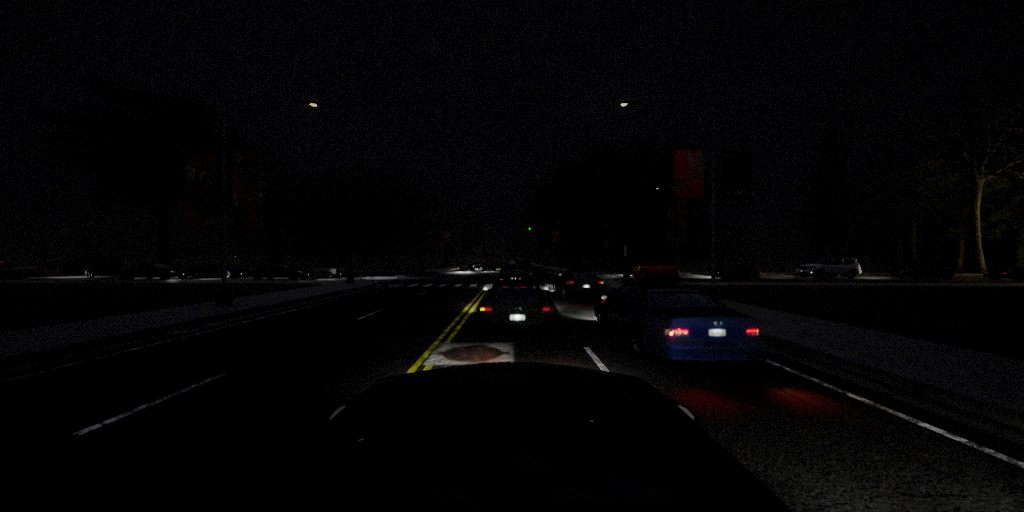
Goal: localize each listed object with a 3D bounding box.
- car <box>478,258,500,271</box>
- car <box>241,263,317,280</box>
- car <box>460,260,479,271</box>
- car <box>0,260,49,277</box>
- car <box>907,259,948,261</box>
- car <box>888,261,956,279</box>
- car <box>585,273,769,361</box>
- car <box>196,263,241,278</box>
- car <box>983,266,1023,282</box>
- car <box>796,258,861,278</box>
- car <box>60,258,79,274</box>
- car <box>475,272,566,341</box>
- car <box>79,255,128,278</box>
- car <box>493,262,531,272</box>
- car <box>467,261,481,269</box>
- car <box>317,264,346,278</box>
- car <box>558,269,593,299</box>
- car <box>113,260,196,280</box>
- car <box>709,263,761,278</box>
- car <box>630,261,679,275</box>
[{"bbox_3d":[-3.325,1.465,53.071,2.033,1.411,5.357,0,0,0],"label":"car"},{"bbox_3d":[-19.389,1.281,29.981,4.674,1.442,1.812,0,0,-2],"label":"car"},{"bbox_3d":[-6.574,1.409,53.059,2.128,1.511,4.902,0,0,0],"label":"car"},{"bbox_3d":[-46.028,1.278,33.003,4.718,1.301,1.895,0,0,0],"label":"car"},{"bbox_3d":[45.926,1.329,40.344,5.566,2.045,2.150,0,0,0],"label":"car"},{"bbox_3d":[42.659,1.569,37.096,4.902,1.511,2.128,0,0,0],"label":"car"},{"bbox_3d":[3.354,1.303,8.382,2.033,1.411,5.357,0,0,0],"label":"car"},{"bbox_3d":[-27.217,1.333,33.149,4.718,1.301,1.895,0,0,-1],"label":"car"},{"bbox_3d":[47.902,1.659,33.720,5.357,1.411,2.033,1,0,-1],"label":"car"},{"bbox_3d":[32.676,1.232,37.046,5.566,2.045,2.150,0,0,0],"label":"car"},{"bbox_3d":[-46.196,0.912,39.665,5.566,2.045,2.150,0,0,0],"label":"car"},{"bbox_3d":[0.107,1.321,9.879,1.994,1.385,4.181,0,0,0],"label":"car"},{"bbox_3d":[-36.178,1.056,33.070,4.553,1.767,2.097,0,0,0],"label":"car"},{"bbox_3d":[0.056,1.288,19.249,1.837,1.490,4.892,0,0,-2],"label":"car"},{"bbox_3d":[-6.550,1.537,61.979,1.994,1.385,4.181,0,0,0],"label":"car"},{"bbox_3d":[-18.076,1.366,33.234,4.718,1.301,1.895,0,0,-1],"label":"car"},{"bbox_3d":[3.358,1.343,18.190,1.994,1.385,4.181,0,0,0],"label":"car"},{"bbox_3d":[-29.712,1.244,29.875,4.674,1.442,1.812,0,0,-1],"label":"car"},{"bbox_3d":[23.234,1.522,36.990,4.181,1.385,1.994,0,0,-2],"label":"car"},{"bbox_3d":[14.600,1.267,36.896,4.553,1.767,2.097,0,0,-1],"label":"car"}]
